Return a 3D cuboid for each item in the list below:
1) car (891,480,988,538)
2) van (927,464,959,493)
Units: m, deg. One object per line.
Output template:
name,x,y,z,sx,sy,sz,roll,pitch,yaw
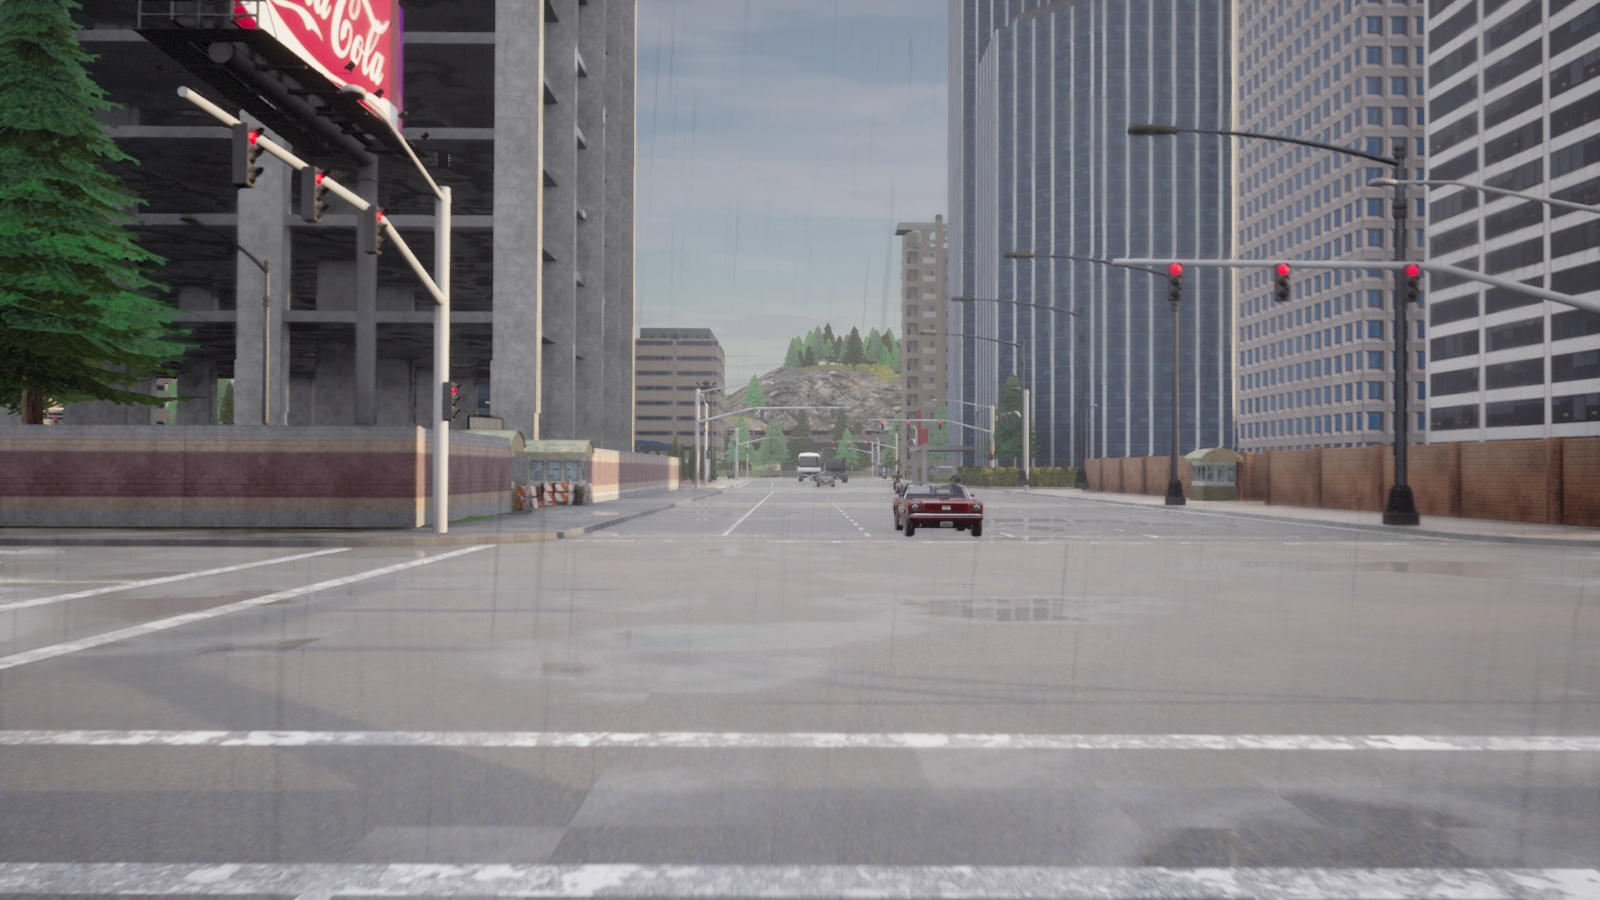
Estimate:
car,3.426,1.430,31.558,1.895,1.301,4.718,0,-1,0
van,10.276,2.037,90.251,1.775,1.987,4.442,0,-1,0
